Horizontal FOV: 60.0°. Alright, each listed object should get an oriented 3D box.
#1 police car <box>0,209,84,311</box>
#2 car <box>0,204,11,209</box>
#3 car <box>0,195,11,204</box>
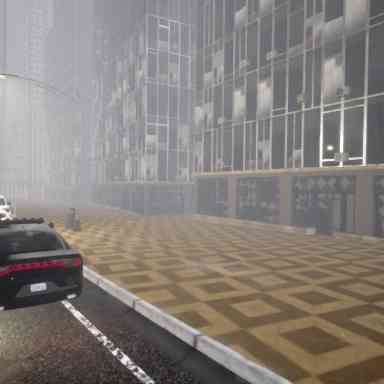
[{"bbox_3d":[-4.114,1.422,7.800,1.930,1.638,5.238,0,0,-35],"label":"police car"},{"bbox_3d":[-9.501,1.519,15.798,1.812,1.442,4.674,0,0,-33],"label":"car"},{"bbox_3d":[-12.621,1.216,20.785,2.150,2.045,5.566,0,0,-31],"label":"car"}]
